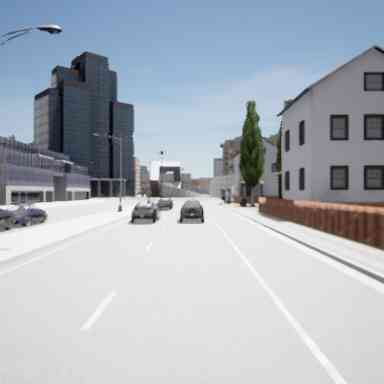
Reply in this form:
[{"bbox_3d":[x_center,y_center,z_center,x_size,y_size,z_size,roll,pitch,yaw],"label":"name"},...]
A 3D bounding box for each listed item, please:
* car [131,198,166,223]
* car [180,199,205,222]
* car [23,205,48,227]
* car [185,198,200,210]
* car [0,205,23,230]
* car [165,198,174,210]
[{"bbox_3d":[-3.484,1.500,25.739,2.128,1.511,4.902,0,0,0],"label":"car"},{"bbox_3d":[0.024,1.486,26.662,1.882,1.535,5.008,0,0,0],"label":"car"},{"bbox_3d":[-11.559,1.572,22.741,1.994,1.385,4.181,0,0,1],"label":"car"},{"bbox_3d":[0.079,1.577,44.153,1.994,1.385,4.181,0,0,0],"label":"car"},{"bbox_3d":[-11.499,1.532,18.211,1.812,1.442,4.674,0,0,0],"label":"car"},{"bbox_3d":[-3.425,1.505,43.466,2.128,1.511,4.902,0,0,0],"label":"car"}]
